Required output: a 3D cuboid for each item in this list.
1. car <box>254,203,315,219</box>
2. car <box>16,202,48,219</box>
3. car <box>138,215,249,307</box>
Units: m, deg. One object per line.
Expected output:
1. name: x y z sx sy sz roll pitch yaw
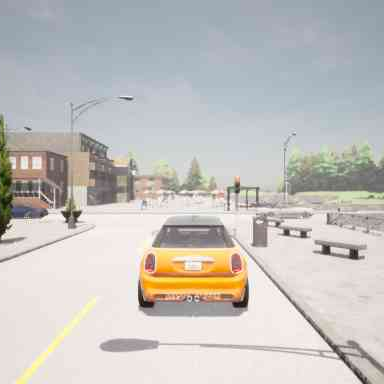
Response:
1. car: 7.762 1.601 28.059 4.718 1.301 1.895 0 0 0
2. car: -14.409 1.564 28.048 4.181 1.385 1.994 0 0 0
3. car: 0.043 1.352 8.119 2.097 1.767 4.553 0 0 1
